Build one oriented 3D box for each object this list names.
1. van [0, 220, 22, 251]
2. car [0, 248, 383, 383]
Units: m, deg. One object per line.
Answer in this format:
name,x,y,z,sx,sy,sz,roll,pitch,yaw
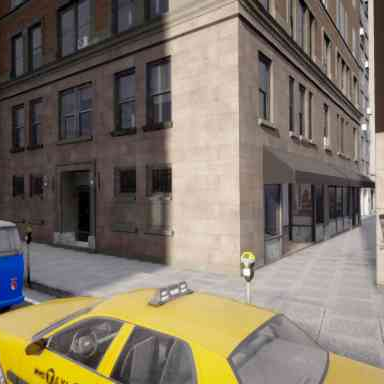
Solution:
van,-4.877,1.342,6.351,3.998,1.788,1.690,0,-1,36
car,-0.402,1.526,3.147,4.829,1.417,1.752,0,-1,36
